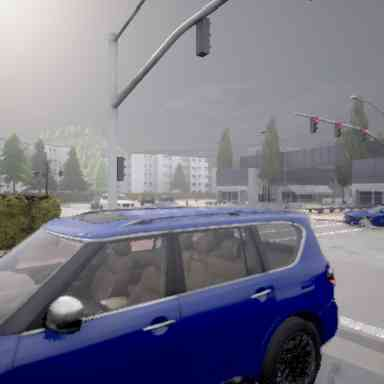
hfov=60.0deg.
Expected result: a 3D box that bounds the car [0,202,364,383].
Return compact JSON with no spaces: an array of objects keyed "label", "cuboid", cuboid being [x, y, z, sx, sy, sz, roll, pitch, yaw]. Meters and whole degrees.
[{"label":"car","cuboid":[-0.759,1.221,3.451,5.566,2.045,2.150,0,0,-36]}]

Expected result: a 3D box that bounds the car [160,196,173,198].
[{"label":"car","cuboid":[-5.250,1.477,69.690,1.882,1.535,5.008,0,0,20]}]

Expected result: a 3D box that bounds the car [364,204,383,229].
[{"label":"car","cuboid":[12.228,1.478,20.828,5.008,1.535,1.882,0,2,8]}]

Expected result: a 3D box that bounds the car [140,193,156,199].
[{"label":"car","cuboid":[-7.223,1.222,55.399,2.150,2.045,5.566,0,0,-3]}]

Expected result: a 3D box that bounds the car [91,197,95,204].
[{"label":"car","cuboid":[-11.939,1.352,42.924,2.097,1.767,4.553,0,0,-17]}]

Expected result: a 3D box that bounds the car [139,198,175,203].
[{"label":"car","cuboid":[-1.815,1.478,25.359,1.882,1.535,5.008,0,0,-37]}]

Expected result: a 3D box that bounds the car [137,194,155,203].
[{"label":"car","cuboid":[-9.312,1.352,68.117,2.097,1.767,4.553,0,0,15]}]

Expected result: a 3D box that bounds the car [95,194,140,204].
[{"label":"car","cuboid":[-7.624,1.221,33.538,2.150,2.045,5.566,0,0,-32]}]
